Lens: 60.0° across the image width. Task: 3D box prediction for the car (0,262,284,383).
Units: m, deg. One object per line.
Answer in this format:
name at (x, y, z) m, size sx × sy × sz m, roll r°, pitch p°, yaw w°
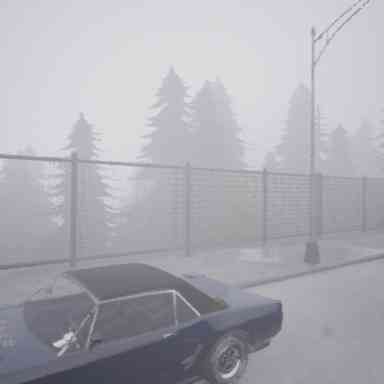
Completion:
car at (-1.184, 1.612, 3.780) m, size 4.718 × 1.301 × 1.895 m, roll 1°, pitch 0°, yaw -36°
